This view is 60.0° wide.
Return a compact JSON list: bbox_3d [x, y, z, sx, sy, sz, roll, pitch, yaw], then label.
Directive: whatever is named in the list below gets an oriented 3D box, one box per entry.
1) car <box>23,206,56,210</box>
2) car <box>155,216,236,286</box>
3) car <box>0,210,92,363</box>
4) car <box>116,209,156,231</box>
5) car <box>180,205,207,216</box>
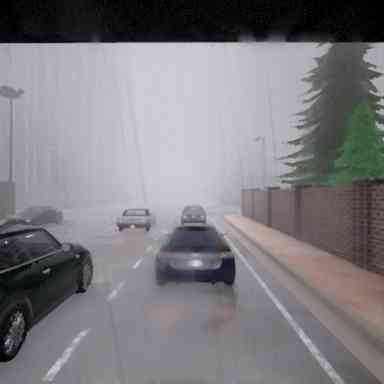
[{"bbox_3d":[-10.538,1.655,22.668,2.033,1.411,5.357,0,0,1],"label":"car"},{"bbox_3d":[0.090,1.610,9.606,1.994,1.385,4.181,0,0,0],"label":"car"},{"bbox_3d":[-3.417,1.382,6.094,2.097,1.767,4.553,0,0,0],"label":"car"},{"bbox_3d":[-3.394,1.701,21.226,1.895,1.301,4.718,0,0,0],"label":"car"},{"bbox_3d":[0.108,1.661,24.122,2.033,1.411,5.357,0,0,0],"label":"car"}]
